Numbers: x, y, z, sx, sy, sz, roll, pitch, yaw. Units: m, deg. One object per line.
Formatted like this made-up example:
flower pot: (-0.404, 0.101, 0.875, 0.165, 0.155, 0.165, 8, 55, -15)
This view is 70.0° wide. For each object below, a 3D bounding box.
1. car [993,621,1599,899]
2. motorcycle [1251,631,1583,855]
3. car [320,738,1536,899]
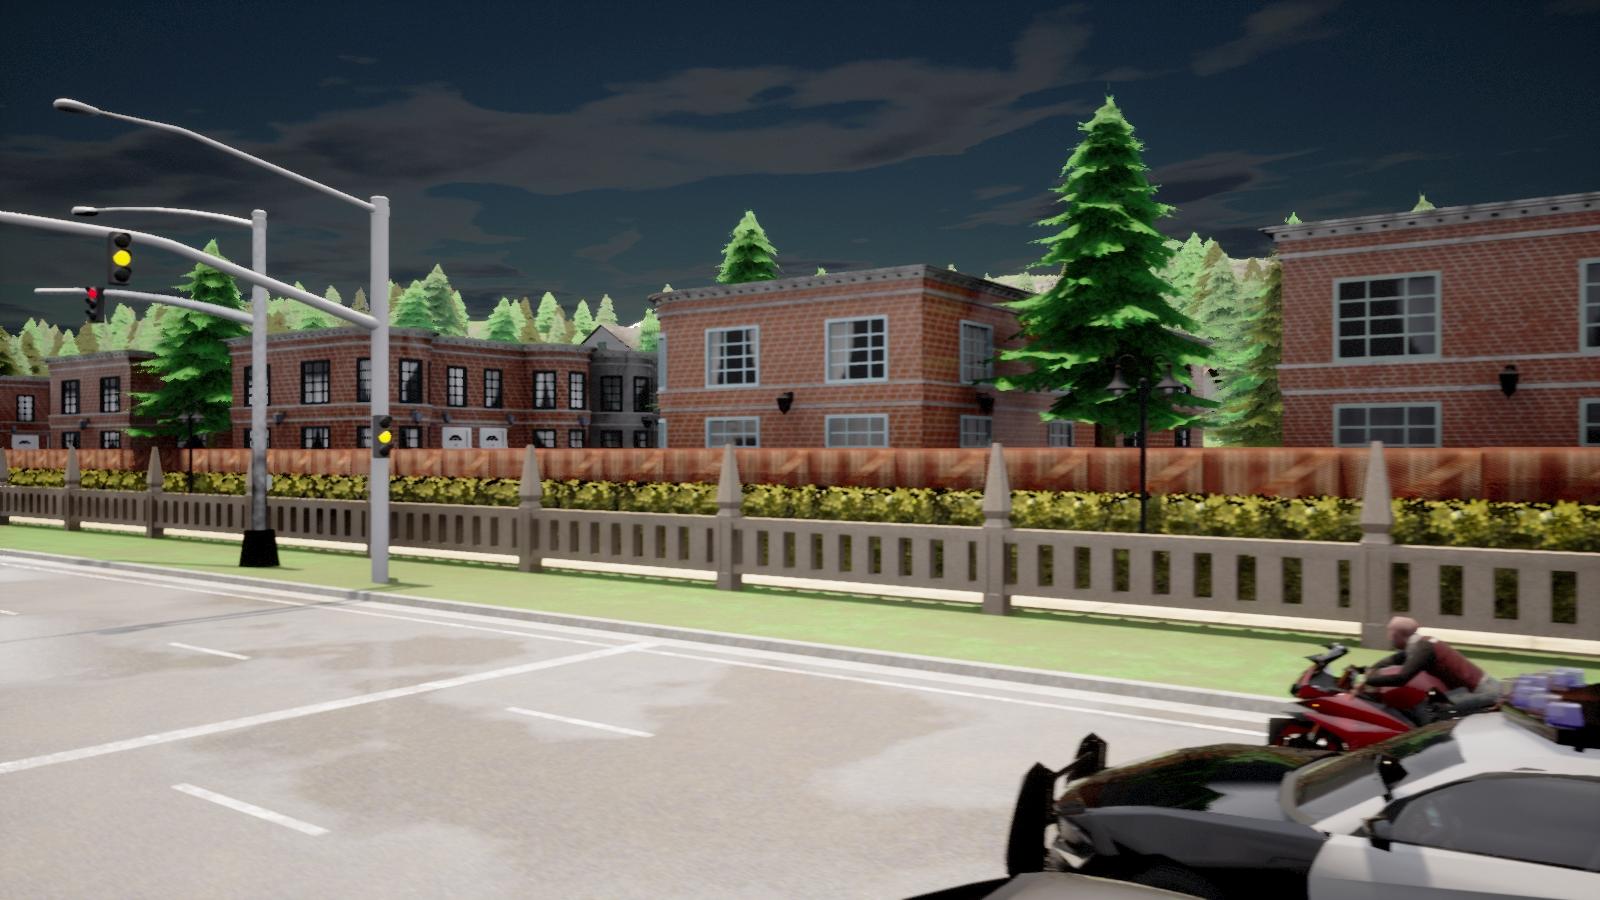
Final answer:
car: (3.769, 1.983, 5.419, 5.238, 1.638, 2.097, 0, 0, 35)
motorcycle: (4.800, 2.206, 8.969, 2.209, 1.251, 0.867, 0, 0, 35)
car: (0.645, 2.067, 3.333, 4.193, 1.474, 1.816, 0, 0, 35)
